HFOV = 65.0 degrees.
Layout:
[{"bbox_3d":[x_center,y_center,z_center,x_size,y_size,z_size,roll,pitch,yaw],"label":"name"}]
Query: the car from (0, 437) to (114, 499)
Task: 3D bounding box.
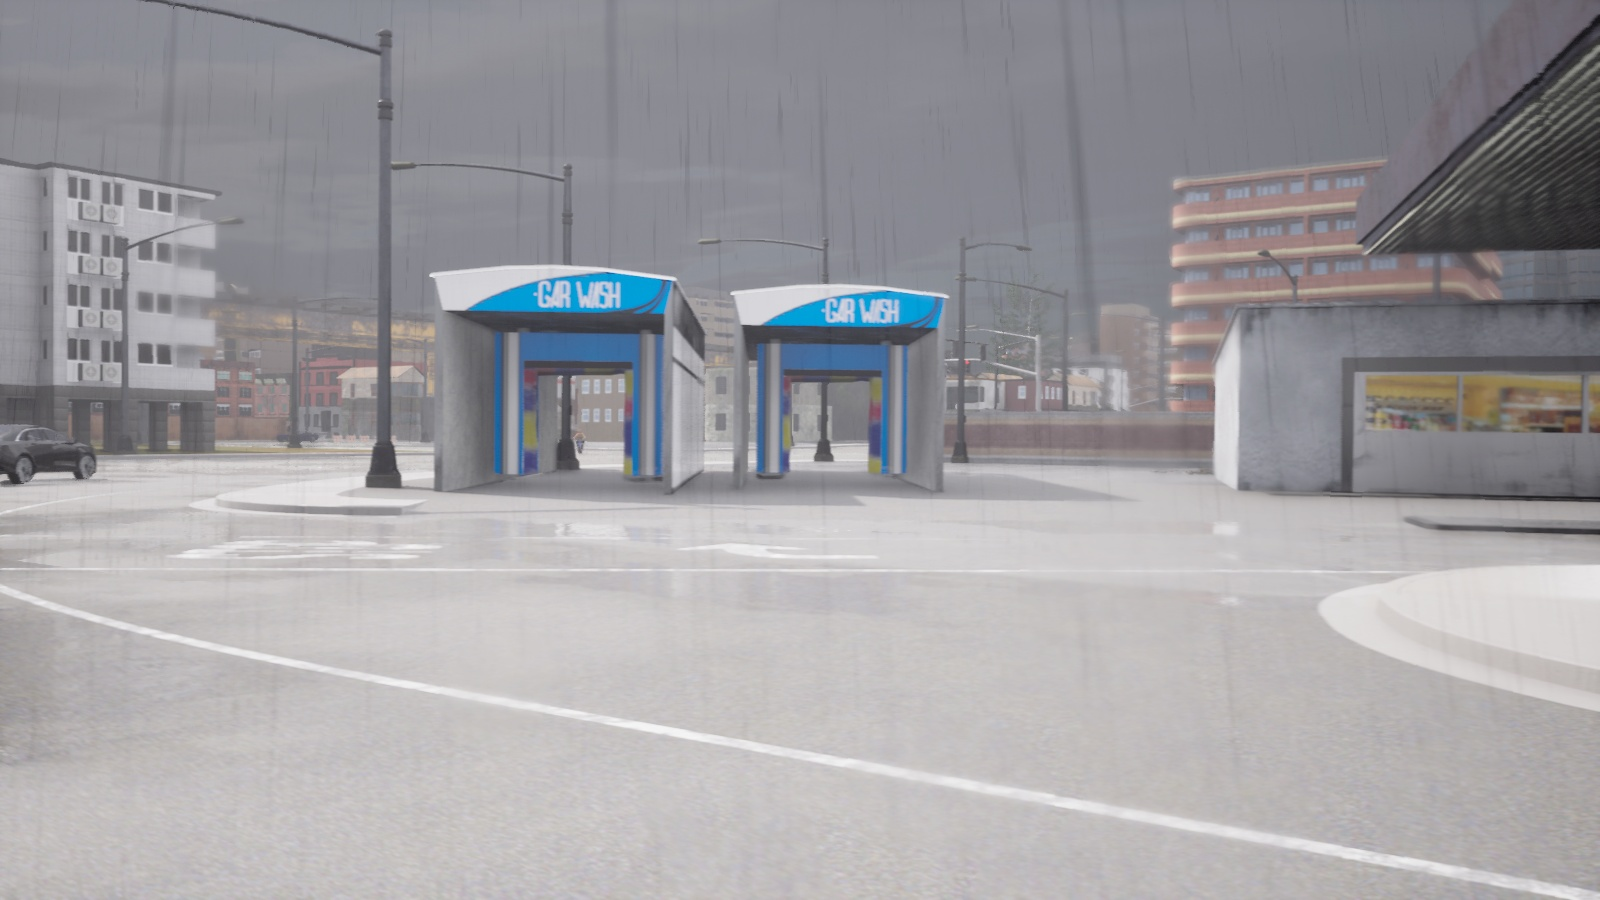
[{"bbox_3d":[-20.483,0.422,33.131,2.128,1.511,4.902,-1,1,-1],"label":"car"}]
